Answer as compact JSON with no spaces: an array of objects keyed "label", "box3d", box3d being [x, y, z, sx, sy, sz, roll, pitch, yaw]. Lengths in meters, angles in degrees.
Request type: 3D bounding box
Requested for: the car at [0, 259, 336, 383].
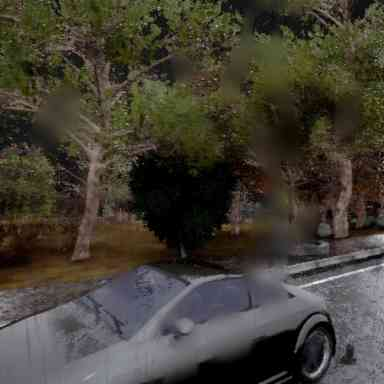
[{"label":"car","box3d":[-0.229,1.561,3.826,4.181,1.385,1.994,0,0,-35]}]
